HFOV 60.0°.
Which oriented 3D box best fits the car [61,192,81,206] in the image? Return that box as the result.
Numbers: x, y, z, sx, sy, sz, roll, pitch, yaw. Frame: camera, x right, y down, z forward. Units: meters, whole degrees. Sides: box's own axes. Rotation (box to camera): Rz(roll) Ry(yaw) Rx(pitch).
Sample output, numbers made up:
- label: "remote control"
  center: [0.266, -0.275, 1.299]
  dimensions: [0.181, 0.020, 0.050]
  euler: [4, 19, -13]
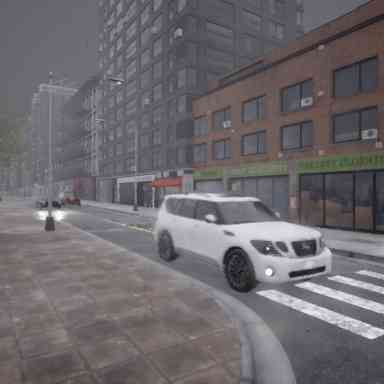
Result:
- label: "car"
  center: [-14.662, 0.771, 39.151]
  dimensions: [2.097, 1.767, 4.553]
  euler: [0, 0, -32]

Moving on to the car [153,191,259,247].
- label: "car"
  center: [0.345, 1.004, 15.512]
  dimensions: [2.150, 2.045, 5.566]
  euler: [0, 1, -32]

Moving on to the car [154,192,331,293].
- label: "car"
  center: [0.918, 1.082, 9.079]
  dimensions: [2.150, 2.045, 5.566]
  euler: [0, 1, -32]

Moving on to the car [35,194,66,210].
- label: "car"
  center: [-14.349, 1.054, 33.185]
  dimensions: [1.895, 1.301, 4.718]
  euler: [0, 0, -32]
